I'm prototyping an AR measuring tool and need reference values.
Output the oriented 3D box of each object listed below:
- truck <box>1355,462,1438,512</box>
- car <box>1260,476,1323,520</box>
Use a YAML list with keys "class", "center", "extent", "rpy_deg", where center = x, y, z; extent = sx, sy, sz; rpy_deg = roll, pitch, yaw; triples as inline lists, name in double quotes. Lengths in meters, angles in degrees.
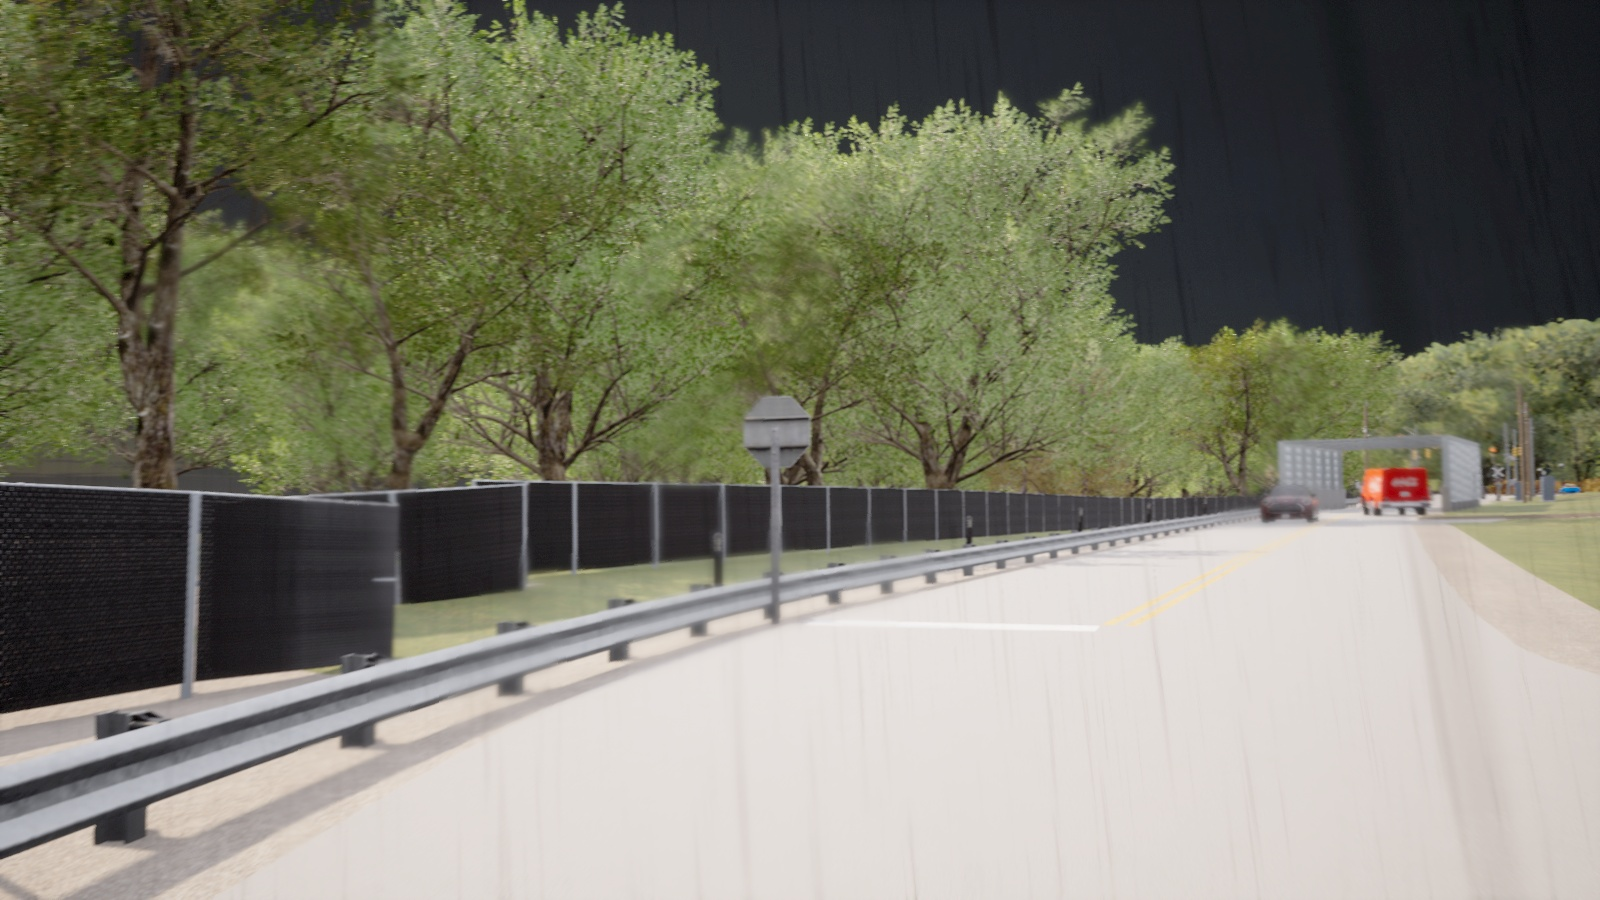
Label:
- class: "truck"
  center: [31.292, 1.980, 66.091]
  extent: [2.627, 2.467, 5.204]
  rpy_deg: [-2, -2, 11]
- class: "car"
  center: [21.412, 2.093, 54.623]
  extent: [2.097, 1.767, 4.553]
  rpy_deg: [-2, -3, 26]
